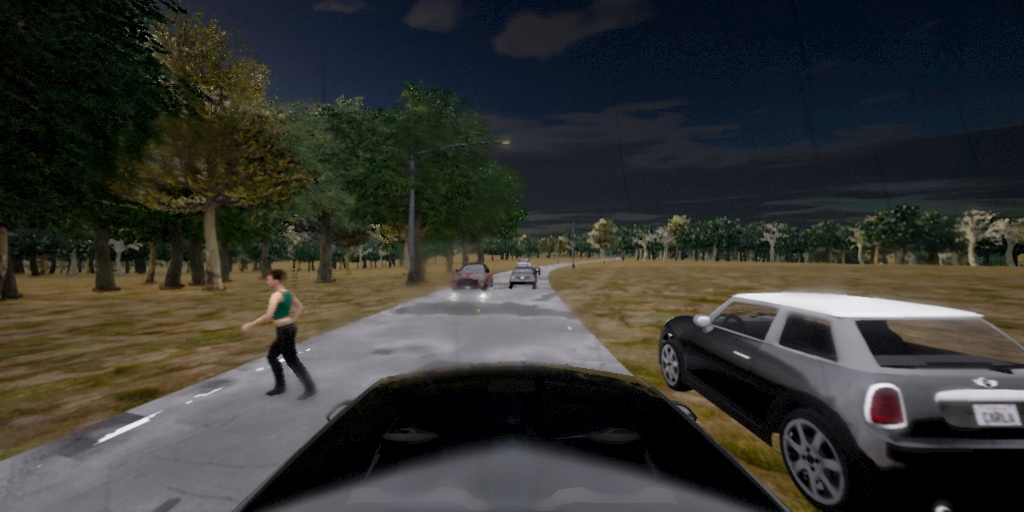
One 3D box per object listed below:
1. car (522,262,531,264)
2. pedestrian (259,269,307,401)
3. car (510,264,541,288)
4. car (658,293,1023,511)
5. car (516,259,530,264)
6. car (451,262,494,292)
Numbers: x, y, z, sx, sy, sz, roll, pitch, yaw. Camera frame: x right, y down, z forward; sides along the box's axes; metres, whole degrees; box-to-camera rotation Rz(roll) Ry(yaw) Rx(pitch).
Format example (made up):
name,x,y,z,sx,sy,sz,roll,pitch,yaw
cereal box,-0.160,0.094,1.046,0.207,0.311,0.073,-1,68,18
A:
name,x,y,z,sx,sy,sz,roll,pitch,yaw
car,2.567,1.725,43.958,1.895,1.301,4.718,0,-1,6
pedestrian,-3.188,1.060,5.001,0.375,1.860,0.375,-1,1,-14
car,0.864,1.465,25.188,2.033,1.411,5.357,0,-1,4
car,3.258,1.169,4.184,1.970,1.475,3.806,0,0,1
car,2.094,1.532,63.675,2.150,2.045,5.566,0,-1,10
car,-2.414,1.242,22.761,2.097,1.767,4.553,0,-1,3
